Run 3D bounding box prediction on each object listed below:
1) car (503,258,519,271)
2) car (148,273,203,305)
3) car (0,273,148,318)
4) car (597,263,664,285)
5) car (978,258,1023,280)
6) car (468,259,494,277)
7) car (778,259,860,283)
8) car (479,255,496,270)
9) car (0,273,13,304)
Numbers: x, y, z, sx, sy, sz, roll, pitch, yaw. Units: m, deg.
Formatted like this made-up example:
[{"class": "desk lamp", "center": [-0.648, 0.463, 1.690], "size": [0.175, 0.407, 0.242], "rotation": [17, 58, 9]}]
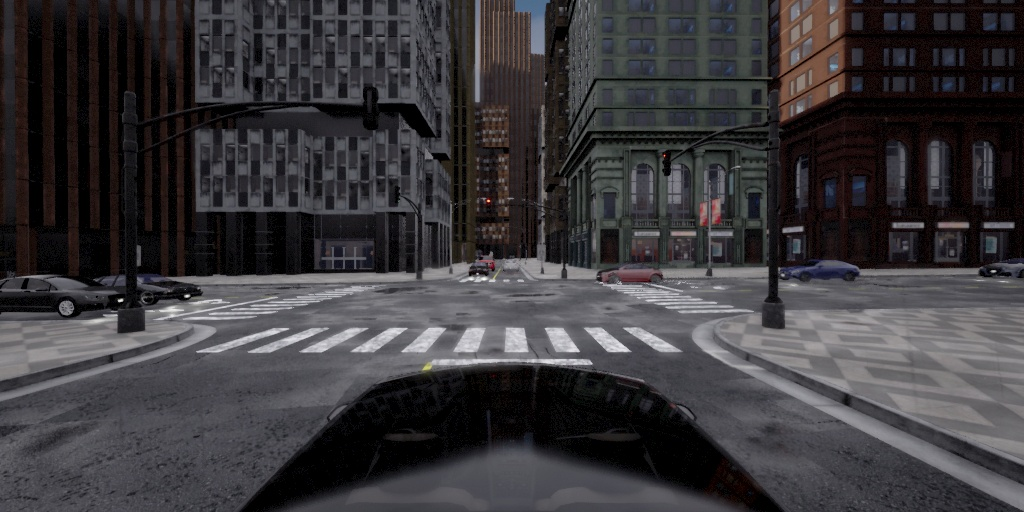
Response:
[{"class": "car", "center": [-0.146, 1.237, 47.434], "size": [1.812, 1.442, 4.674], "rotation": [0, 0, 0]}, {"class": "car", "center": [-17.863, 1.523, 17.023], "size": [5.357, 1.411, 2.033], "rotation": [-1, 0, 5]}, {"class": "car", "center": [-17.420, 1.492, 13.717], "size": [4.892, 1.490, 1.837], "rotation": [-1, 0, 0]}, {"class": "car", "center": [7.797, 1.161, 23.865], "size": [4.181, 1.385, 1.994], "rotation": [-1, 0, 2]}, {"class": "car", "center": [33.957, 0.827, 23.804], "size": [4.181, 1.385, 1.994], "rotation": [-1, 0, 0]}, {"class": "car", "center": [-3.236, 1.276, 36.193], "size": [2.033, 1.411, 5.357], "rotation": [0, 0, 0]}, {"class": "car", "center": [20.283, 0.962, 23.775], "size": [4.674, 1.442, 1.812], "rotation": [-1, 0, 0]}, {"class": "car", "center": [-3.332, 0.934, 46.872], "size": [2.150, 2.045, 5.566], "rotation": [0, 0, -1]}, {"class": "car", "center": [-27.350, 1.609, 16.942], "size": [4.892, 1.490, 1.837], "rotation": [-1, 0, 0]}]
